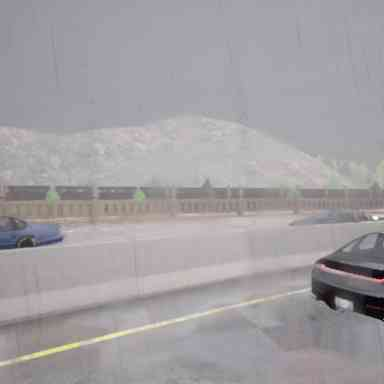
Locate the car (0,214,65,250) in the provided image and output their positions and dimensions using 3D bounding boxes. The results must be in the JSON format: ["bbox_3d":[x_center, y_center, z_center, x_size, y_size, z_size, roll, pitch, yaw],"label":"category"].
[{"bbox_3d":[-7.338,1.481,11.551,5.357,1.411,2.033,0,0,-35],"label":"car"}]

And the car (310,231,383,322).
[{"bbox_3d":[4.385,1.487,6.312,4.902,1.511,2.128,0,0,-31],"label":"car"}]

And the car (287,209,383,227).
[{"bbox_3d":[7.109,1.522,16.018,5.357,1.411,2.033,0,0,-26],"label":"car"}]
